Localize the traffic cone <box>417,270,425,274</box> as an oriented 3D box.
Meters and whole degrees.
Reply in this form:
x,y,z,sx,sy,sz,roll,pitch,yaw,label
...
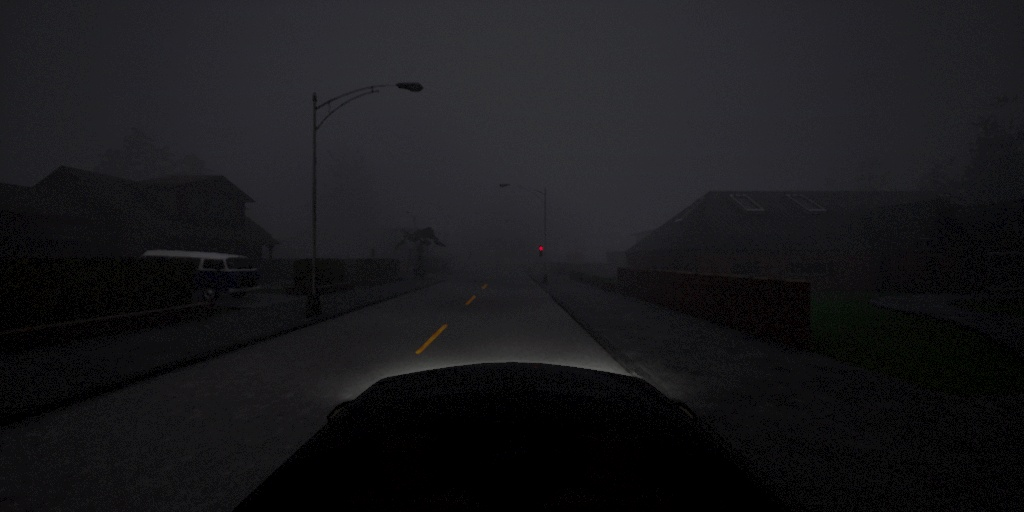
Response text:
x,y,z,sx,sy,sz,roll,pitch,yaw,label
-14.413,2.099,56.852,0.344,0.586,0.344,0,0,0,traffic cone

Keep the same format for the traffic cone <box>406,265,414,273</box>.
x,y,z,sx,sy,sz,roll,pitch,yaw,label
-15.772,2.063,55.242,0.344,0.586,0.344,0,0,0,traffic cone

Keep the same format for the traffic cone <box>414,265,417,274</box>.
x,y,z,sx,sy,sz,roll,pitch,yaw,label
-15.411,2.065,55.812,0.344,0.586,0.344,0,0,0,traffic cone
